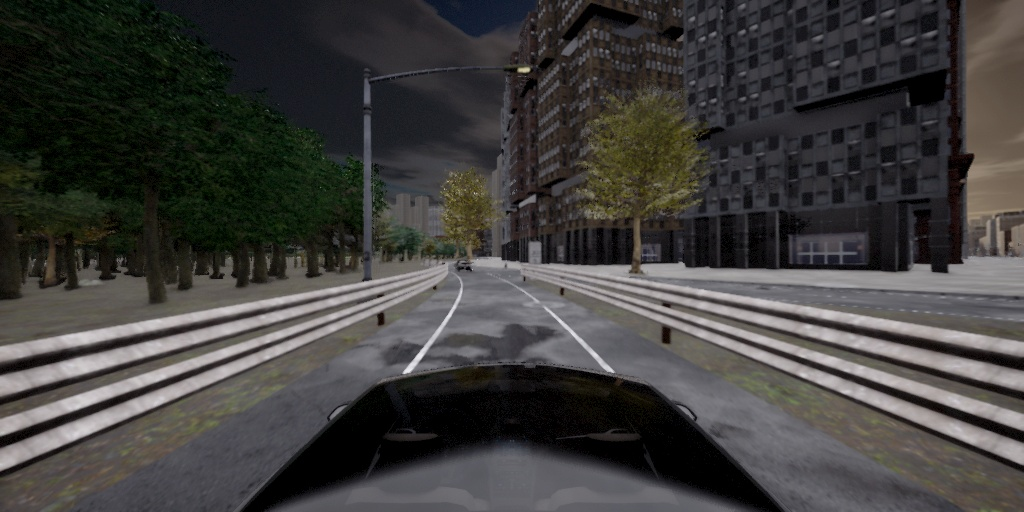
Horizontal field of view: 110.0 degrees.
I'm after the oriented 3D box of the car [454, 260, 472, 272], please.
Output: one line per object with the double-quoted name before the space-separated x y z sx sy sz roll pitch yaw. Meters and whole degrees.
"car" -6.501 1.276 47.229 1.837 1.490 4.892 0 0 -15
